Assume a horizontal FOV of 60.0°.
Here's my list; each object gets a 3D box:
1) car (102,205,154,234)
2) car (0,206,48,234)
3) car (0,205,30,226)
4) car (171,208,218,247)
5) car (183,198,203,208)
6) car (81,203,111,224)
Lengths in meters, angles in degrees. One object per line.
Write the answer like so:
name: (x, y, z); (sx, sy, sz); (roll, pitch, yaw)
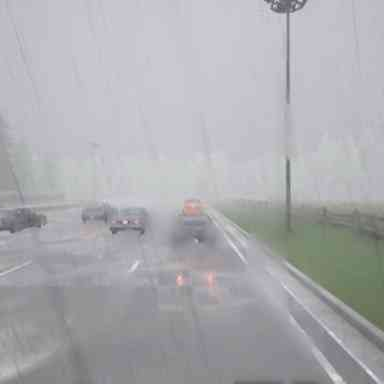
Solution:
car: (-3.401, 1.595, 19.396); (2.033, 1.411, 5.357); (0, 0, 0)
car: (-10.400, 1.596, 19.407); (2.033, 1.411, 5.357); (0, 0, 0)
car: (-13.901, 1.661, 24.215); (1.895, 1.301, 4.718); (0, 0, 0)
car: (0.101, 1.638, 15.117); (1.895, 1.301, 4.718); (0, 0, 0)
car: (0.099, 1.435, 34.570); (2.097, 1.767, 4.553); (0, 0, 0)
car: (-6.899, 1.555, 25.371); (2.128, 1.511, 4.902); (0, 0, 0)
